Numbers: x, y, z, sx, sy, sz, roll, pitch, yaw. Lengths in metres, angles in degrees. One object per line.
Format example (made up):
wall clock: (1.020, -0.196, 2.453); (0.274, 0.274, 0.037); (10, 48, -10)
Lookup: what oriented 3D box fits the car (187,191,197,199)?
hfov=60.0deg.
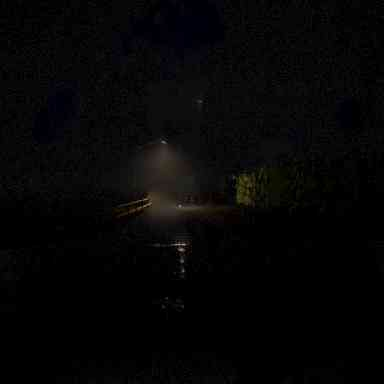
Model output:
car: (-0.011, 0.533, 64.908); (2.033, 1.411, 5.357); (0, 2, 0)

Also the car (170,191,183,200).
car: (-2.760, 0.688, 59.082); (1.837, 1.490, 4.892); (0, 2, 0)

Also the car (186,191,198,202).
car: (-0.009, 0.818, 54.495); (1.837, 1.490, 4.892); (0, 1, 0)
